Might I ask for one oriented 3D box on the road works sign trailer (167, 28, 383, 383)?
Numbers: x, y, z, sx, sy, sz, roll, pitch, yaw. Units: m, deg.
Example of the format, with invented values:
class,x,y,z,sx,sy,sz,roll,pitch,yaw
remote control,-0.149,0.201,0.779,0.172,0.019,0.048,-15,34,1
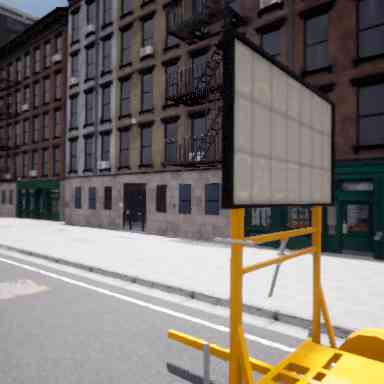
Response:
class,x,y,z,sx,sy,sz,roll,pitch,yaw
road works sign trailer,0.817,0.546,3.463,2.880,3.560,2.380,0,-1,40
